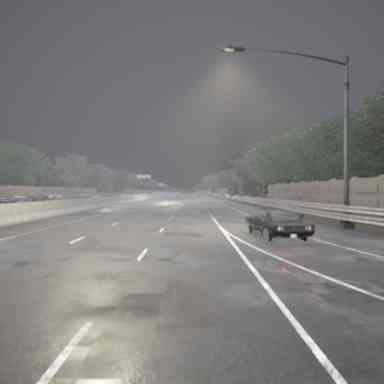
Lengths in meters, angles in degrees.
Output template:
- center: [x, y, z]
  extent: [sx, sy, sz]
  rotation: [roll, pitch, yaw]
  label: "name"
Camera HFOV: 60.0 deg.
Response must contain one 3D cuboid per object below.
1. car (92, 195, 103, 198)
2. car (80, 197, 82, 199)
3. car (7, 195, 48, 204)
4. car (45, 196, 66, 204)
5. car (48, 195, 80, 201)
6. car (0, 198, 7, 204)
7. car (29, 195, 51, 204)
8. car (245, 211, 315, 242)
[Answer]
- center: [-17.590, 1.334, 62.178]
  extent: [1.812, 1.442, 4.674]
  rotation: [0, 0, 0]
  label: "car"
- center: [-21.089, 1.321, 59.249]
  extent: [1.837, 1.490, 4.892]
  rotation: [0, 0, 0]
  label: "car"
- center: [-21.090, 1.413, 43.029]
  extent: [2.033, 1.411, 5.357]
  rotation: [0, 0, 0]
  label: "car"
- center: [-24.578, 1.414, 60.226]
  extent: [1.895, 1.301, 4.718]
  rotation: [0, 0, 0]
  label: "car"
- center: [-17.593, 1.363, 45.900]
  extent: [1.837, 1.490, 4.892]
  rotation: [0, 0, 0]
  label: "car"
- center: [-24.579, 1.459, 45.260]
  extent: [1.895, 1.301, 4.718]
  rotation: [0, 0, 0]
  label: "car"
- center: [-28.073, 1.307, 61.654]
  extent: [1.837, 1.490, 4.892]
  rotation: [0, 0, 0]
  label: "car"
- center: [4.030, 1.551, 16.152]
  extent: [1.895, 1.301, 4.718]
  rotation: [0, 0, -6]
  label: "car"
